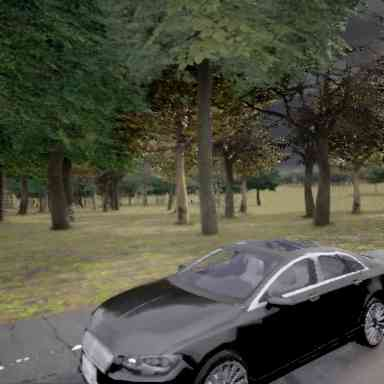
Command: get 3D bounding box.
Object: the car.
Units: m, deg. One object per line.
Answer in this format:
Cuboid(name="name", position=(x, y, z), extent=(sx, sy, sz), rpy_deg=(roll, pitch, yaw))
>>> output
Cuboid(name="car", position=(0.985, 1.488, 4.695), extent=(4.902, 1.511, 2.128), rpy_deg=(0, 0, -36))
